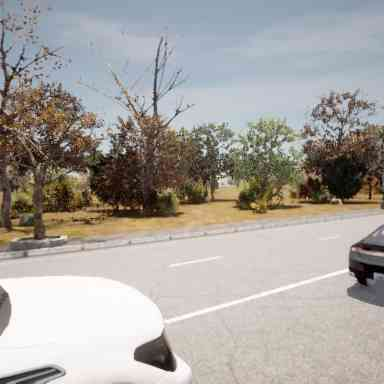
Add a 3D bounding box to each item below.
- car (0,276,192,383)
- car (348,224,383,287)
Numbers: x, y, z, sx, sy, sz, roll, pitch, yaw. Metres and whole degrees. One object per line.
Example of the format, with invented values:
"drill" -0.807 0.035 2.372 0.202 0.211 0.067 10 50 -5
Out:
"car" -2.654 1.219 1.857 5.566 2.045 2.150 0 0 -36
"car" 5.577 1.358 7.723 4.902 1.511 2.128 -2 1 -35
